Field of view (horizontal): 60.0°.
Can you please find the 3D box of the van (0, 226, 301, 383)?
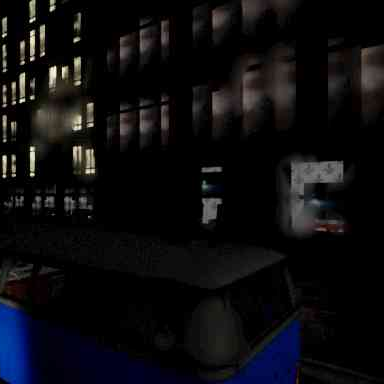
[{"bbox_3d":[-0.909,1.341,3.522,3.998,1.788,1.690,0,0,35],"label":"van"}]
